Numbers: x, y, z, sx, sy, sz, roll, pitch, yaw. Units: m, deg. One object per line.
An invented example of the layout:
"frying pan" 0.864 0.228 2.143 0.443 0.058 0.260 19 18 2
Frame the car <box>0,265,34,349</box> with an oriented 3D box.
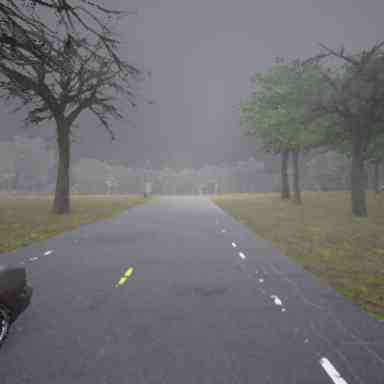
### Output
"car" -3.599 1.548 3.297 2.033 1.411 5.357 0 0 0
